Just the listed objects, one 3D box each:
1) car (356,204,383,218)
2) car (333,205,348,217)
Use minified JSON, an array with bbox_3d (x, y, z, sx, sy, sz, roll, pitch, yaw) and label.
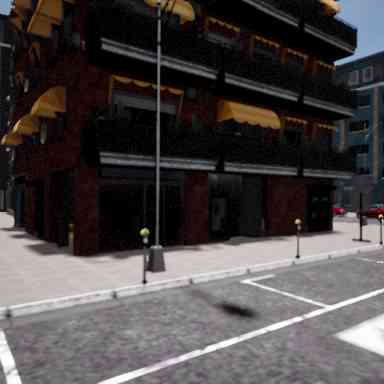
[{"bbox_3d":[18.925,1.963,33.828,1.967,1.590,4.097,0,-1,-35],"label":"car"},{"bbox_3d":[15.737,2.173,38.367,1.802,1.307,4.206,0,-1,-35],"label":"car"}]
